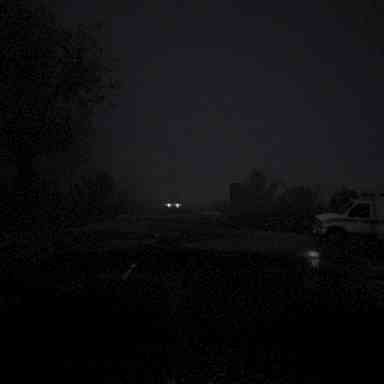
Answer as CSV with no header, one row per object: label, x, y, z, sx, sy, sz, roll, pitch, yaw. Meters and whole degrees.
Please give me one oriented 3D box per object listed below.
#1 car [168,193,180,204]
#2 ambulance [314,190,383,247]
car,-3.503,1.183,64.793,2.150,2.045,5.566,0,0,0
ambulance,8.644,1.144,14.235,6.366,2.431,2.351,1,1,14
